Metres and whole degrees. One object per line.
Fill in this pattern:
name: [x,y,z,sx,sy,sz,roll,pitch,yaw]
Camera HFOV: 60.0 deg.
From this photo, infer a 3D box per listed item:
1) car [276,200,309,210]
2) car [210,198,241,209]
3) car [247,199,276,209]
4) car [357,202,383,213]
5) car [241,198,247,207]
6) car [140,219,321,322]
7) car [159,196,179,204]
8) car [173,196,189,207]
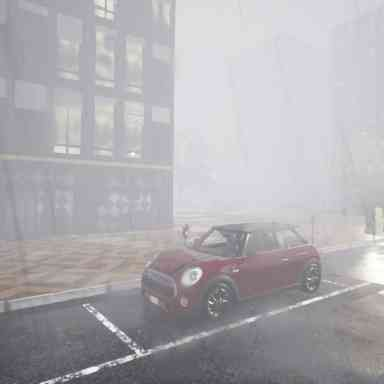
car: [14.434,1.807,46.856,1.802,1.307,4.206,1,-1,-35]
car: [4.315,1.678,46.638,2.008,1.369,4.403,1,-1,-35]
car: [11.154,1.800,51.482,1.887,1.381,4.507,1,-1,-35]
car: [20.995,1.730,37.606,1.947,1.339,4.313,1,-1,-35]
car: [7.873,1.726,56.108,1.967,1.590,4.097,1,-1,-35]
car: [0.932,1.442,7.218,4.097,1.590,1.967,0,1,-36]
car: [-5.249,1.725,74.611,2.192,1.841,5.009,1,-1,-35]
car: [-2.246,1.733,55.889,1.887,1.381,4.507,1,-1,-35]
